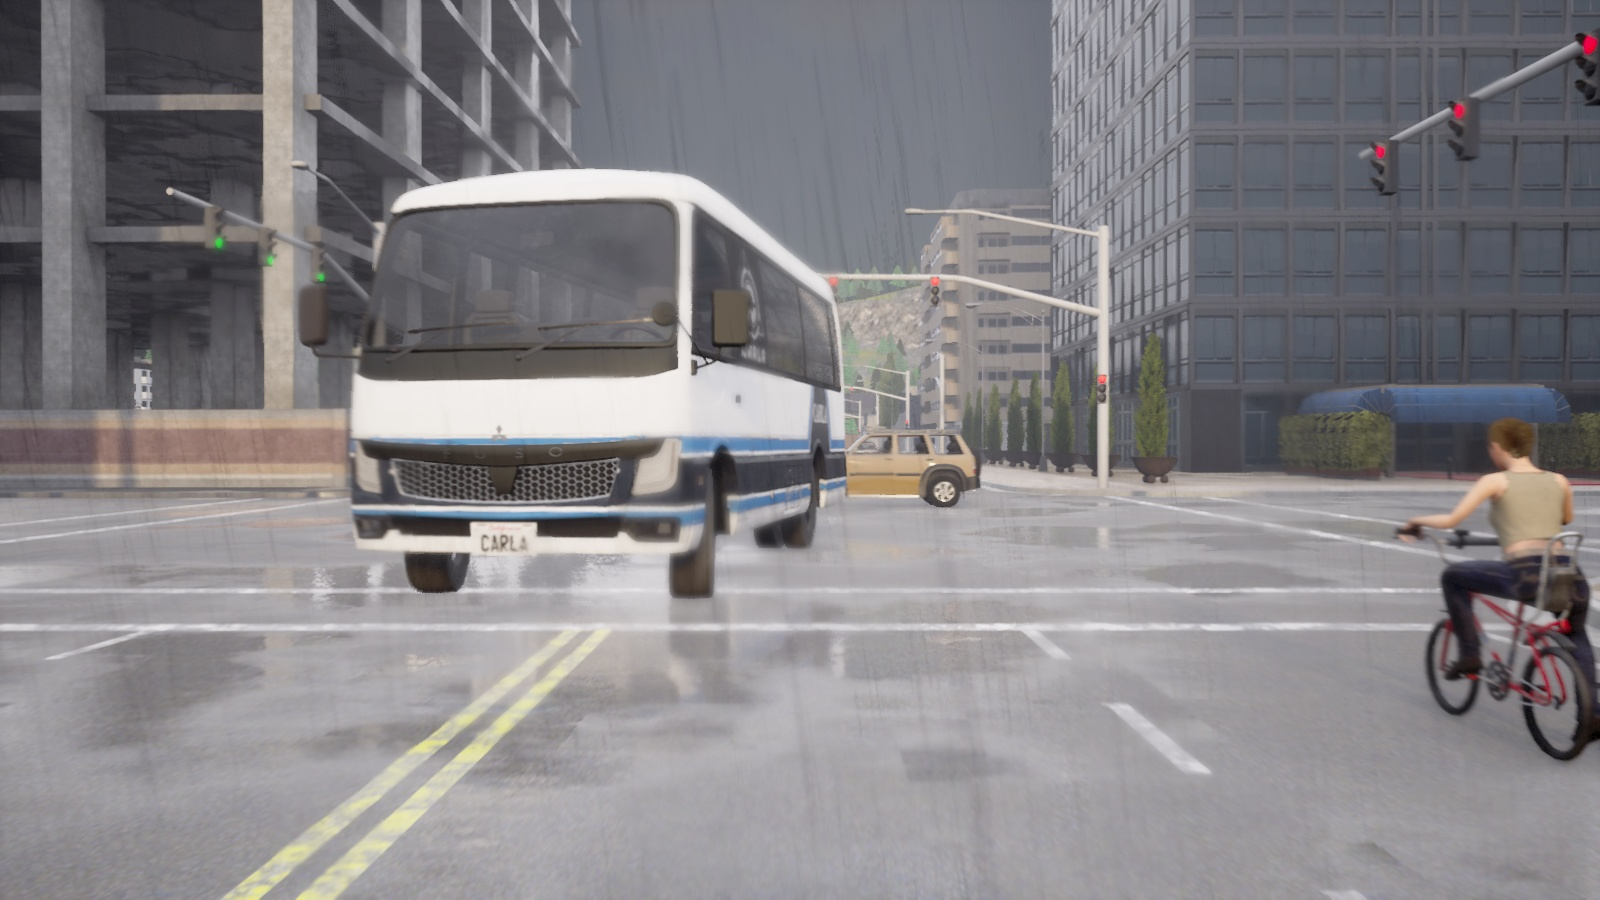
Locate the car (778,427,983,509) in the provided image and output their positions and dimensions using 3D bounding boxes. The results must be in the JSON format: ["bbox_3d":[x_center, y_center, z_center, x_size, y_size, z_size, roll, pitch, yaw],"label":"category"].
[{"bbox_3d":[1.789,0.400,29.154,4.605,1.855,1.932,0,0,-1],"label":"car"}]

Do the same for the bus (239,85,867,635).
[{"bbox_3d":[-1.791,-0.717,15.123,3.944,4.253,10.273,0,0,10],"label":"bus"}]

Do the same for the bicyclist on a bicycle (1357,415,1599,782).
[{"bbox_3d":[3.547,0.650,6.280,0.866,1.612,1.509,0,0,1],"label":"bicyclist on a bicycle"}]
